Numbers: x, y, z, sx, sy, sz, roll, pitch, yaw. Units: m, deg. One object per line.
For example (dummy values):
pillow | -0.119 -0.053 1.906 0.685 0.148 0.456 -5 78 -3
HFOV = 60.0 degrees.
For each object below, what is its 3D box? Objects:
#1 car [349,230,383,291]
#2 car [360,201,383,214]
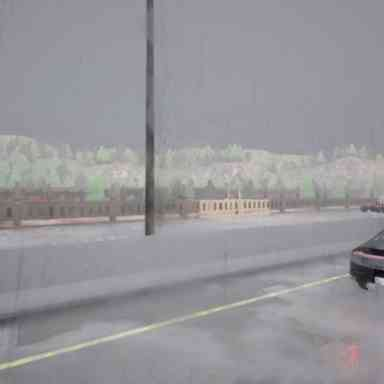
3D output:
car | 5.624 1.495 7.758 4.902 1.511 2.128 0 0 -35
car | 19.892 1.615 35.368 4.718 1.301 1.895 0 0 -35
